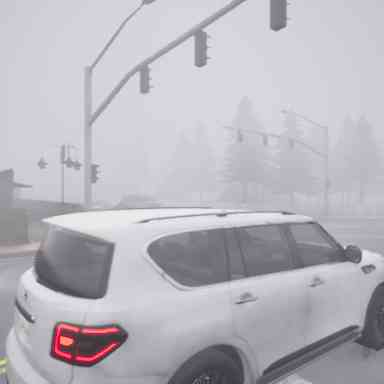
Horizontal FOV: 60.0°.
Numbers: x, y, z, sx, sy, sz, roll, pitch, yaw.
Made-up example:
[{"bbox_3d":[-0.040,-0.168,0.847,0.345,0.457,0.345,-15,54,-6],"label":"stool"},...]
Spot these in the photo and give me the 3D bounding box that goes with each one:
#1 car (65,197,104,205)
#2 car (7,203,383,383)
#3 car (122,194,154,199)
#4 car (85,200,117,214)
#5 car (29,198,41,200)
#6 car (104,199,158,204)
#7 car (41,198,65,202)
[{"bbox_3d":[-9.863,1.494,30.882,1.882,1.535,5.008,0,0,-37],"label":"car"},{"bbox_3d":[0.683,1.226,4.489,5.566,2.045,2.150,0,0,-38],"label":"car"},{"bbox_3d":[-4.518,1.243,29.600,2.150,2.045,5.566,0,0,-37],"label":"car"},{"bbox_3d":[-10.179,1.585,37.121,1.994,1.385,4.181,0,0,-37],"label":"car"},{"bbox_3d":[-22.401,1.542,47.607,1.812,1.442,4.674,0,0,-36],"label":"car"},{"bbox_3d":[-4.151,1.494,23.197,1.882,1.535,5.008,0,0,-35],"label":"car"},{"bbox_3d":[-15.857,1.617,38.850,1.895,1.301,4.718,0,0,-37],"label":"car"}]
